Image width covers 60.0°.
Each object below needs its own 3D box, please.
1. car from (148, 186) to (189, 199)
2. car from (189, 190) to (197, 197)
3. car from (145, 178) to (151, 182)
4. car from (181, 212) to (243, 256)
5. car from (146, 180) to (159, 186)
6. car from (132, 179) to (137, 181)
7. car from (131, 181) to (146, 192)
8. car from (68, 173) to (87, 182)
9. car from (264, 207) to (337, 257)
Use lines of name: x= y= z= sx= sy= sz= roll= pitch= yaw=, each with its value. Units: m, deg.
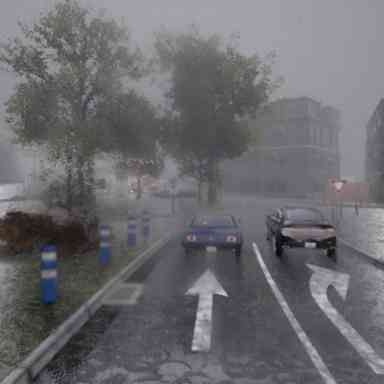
car: x=-3.527 y=0.233 z=48.280 sx=5.357 sy=1.411 sz=2.033 roll=1 pitch=2 yaw=33
car: x=-1.614 y=0.213 z=50.585 sx=4.718 sy=1.301 sz=1.895 roll=1 pitch=2 yaw=31
car: x=-9.930 y=-2.460 z=76.242 sx=2.150 sy=2.045 sz=5.566 roll=0 pitch=6 yaw=-13
car: x=0.857 y=1.382 z=12.196 sx=1.895 sy=1.301 sz=4.718 roll=0 pitch=1 yaw=7
car: x=-7.392 y=-0.837 z=63.927 sx=1.837 sy=1.490 sz=4.892 roll=0 pitch=5 yaw=-10
car: x=-12.952 y=-2.213 z=76.023 sx=1.882 sy=1.535 sz=5.008 roll=0 pitch=6 yaw=-13
car: x=-10.573 y=-0.886 z=64.629 sx=1.994 sy=1.385 sz=4.181 roll=0 pitch=6 yaw=-10
car: x=-29.966 y=-3.543 z=87.019 sx=4.892 sy=1.521 sz=2.231 roll=-4 pitch=8 yaw=-35
car: x=3.743 y=1.279 z=12.089 sx=2.128 sy=1.511 sz=4.902 roll=0 pitch=1 yaw=7
